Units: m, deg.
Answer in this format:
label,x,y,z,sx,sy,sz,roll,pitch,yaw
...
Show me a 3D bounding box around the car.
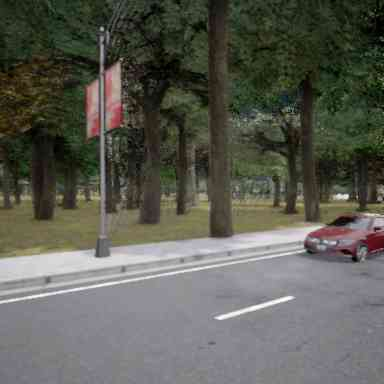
label,x,y,z,sx,sy,sz,roll,pitch,yaw
car,6.015,1.509,11.965,4.674,1.442,1.812,0,0,-35
